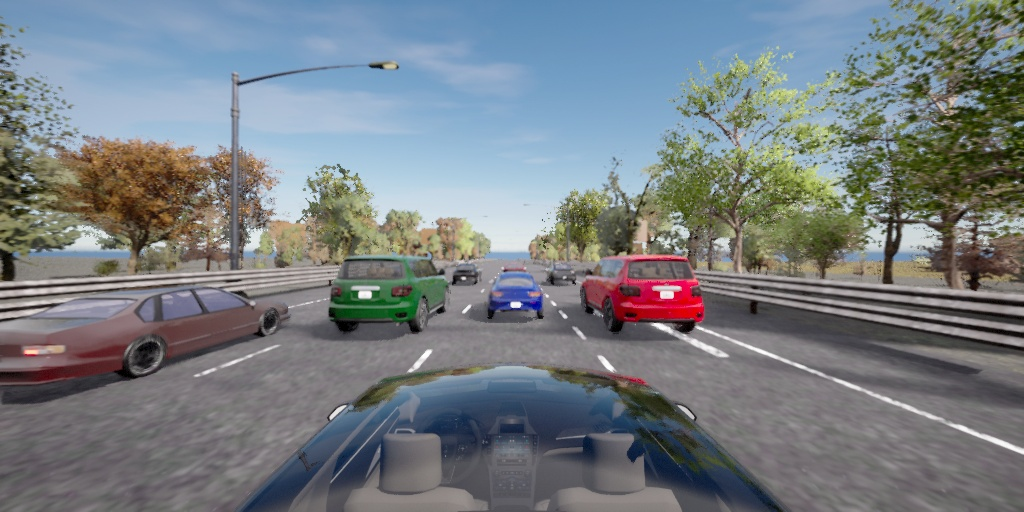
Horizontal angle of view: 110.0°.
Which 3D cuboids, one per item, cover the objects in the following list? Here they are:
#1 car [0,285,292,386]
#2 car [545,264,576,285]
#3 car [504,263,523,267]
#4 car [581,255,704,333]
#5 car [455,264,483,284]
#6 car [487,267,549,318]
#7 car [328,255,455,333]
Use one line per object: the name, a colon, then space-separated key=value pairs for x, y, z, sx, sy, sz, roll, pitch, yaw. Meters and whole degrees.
car: x=-6.905 y=1.300 z=7.249 sx=2.033 sy=1.411 sz=5.357 roll=0 pitch=0 yaw=0
car: x=3.645 y=1.318 z=27.288 sx=2.128 sy=1.511 sz=4.902 roll=0 pitch=0 yaw=0
car: x=0.149 y=1.305 z=28.818 sx=1.882 sy=1.535 sz=5.008 roll=0 pitch=0 yaw=0
car: x=3.612 y=0.998 z=11.016 sx=2.150 sy=2.045 sz=5.566 roll=0 pitch=0 yaw=0
car: x=-3.354 y=1.322 z=27.407 sx=1.837 sy=1.490 sz=4.892 roll=0 pitch=0 yaw=0
car: x=0.115 y=1.301 z=12.999 sx=1.812 sy=1.442 sz=4.674 roll=0 pitch=0 yaw=0
car: x=-3.388 y=0.989 z=10.973 sx=2.150 sy=2.045 sz=5.566 roll=0 pitch=0 yaw=0
